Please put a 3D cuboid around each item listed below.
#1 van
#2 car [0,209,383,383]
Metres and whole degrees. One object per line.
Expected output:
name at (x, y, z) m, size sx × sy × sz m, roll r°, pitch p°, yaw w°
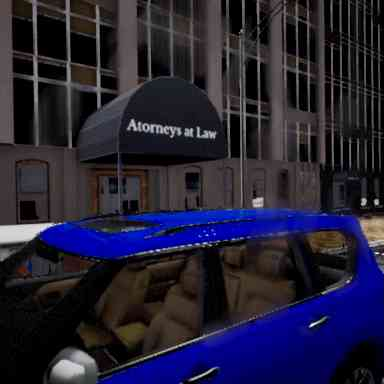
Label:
van at (-2.377, 1.341, 4.421) m, size 3.998 × 1.788 × 1.690 m, roll 0°, pitch -1°, yaw -36°
car at (-0.472, 1.221, 2.739) m, size 5.566 × 2.045 × 2.150 m, roll 0°, pitch 0°, yaw -36°
